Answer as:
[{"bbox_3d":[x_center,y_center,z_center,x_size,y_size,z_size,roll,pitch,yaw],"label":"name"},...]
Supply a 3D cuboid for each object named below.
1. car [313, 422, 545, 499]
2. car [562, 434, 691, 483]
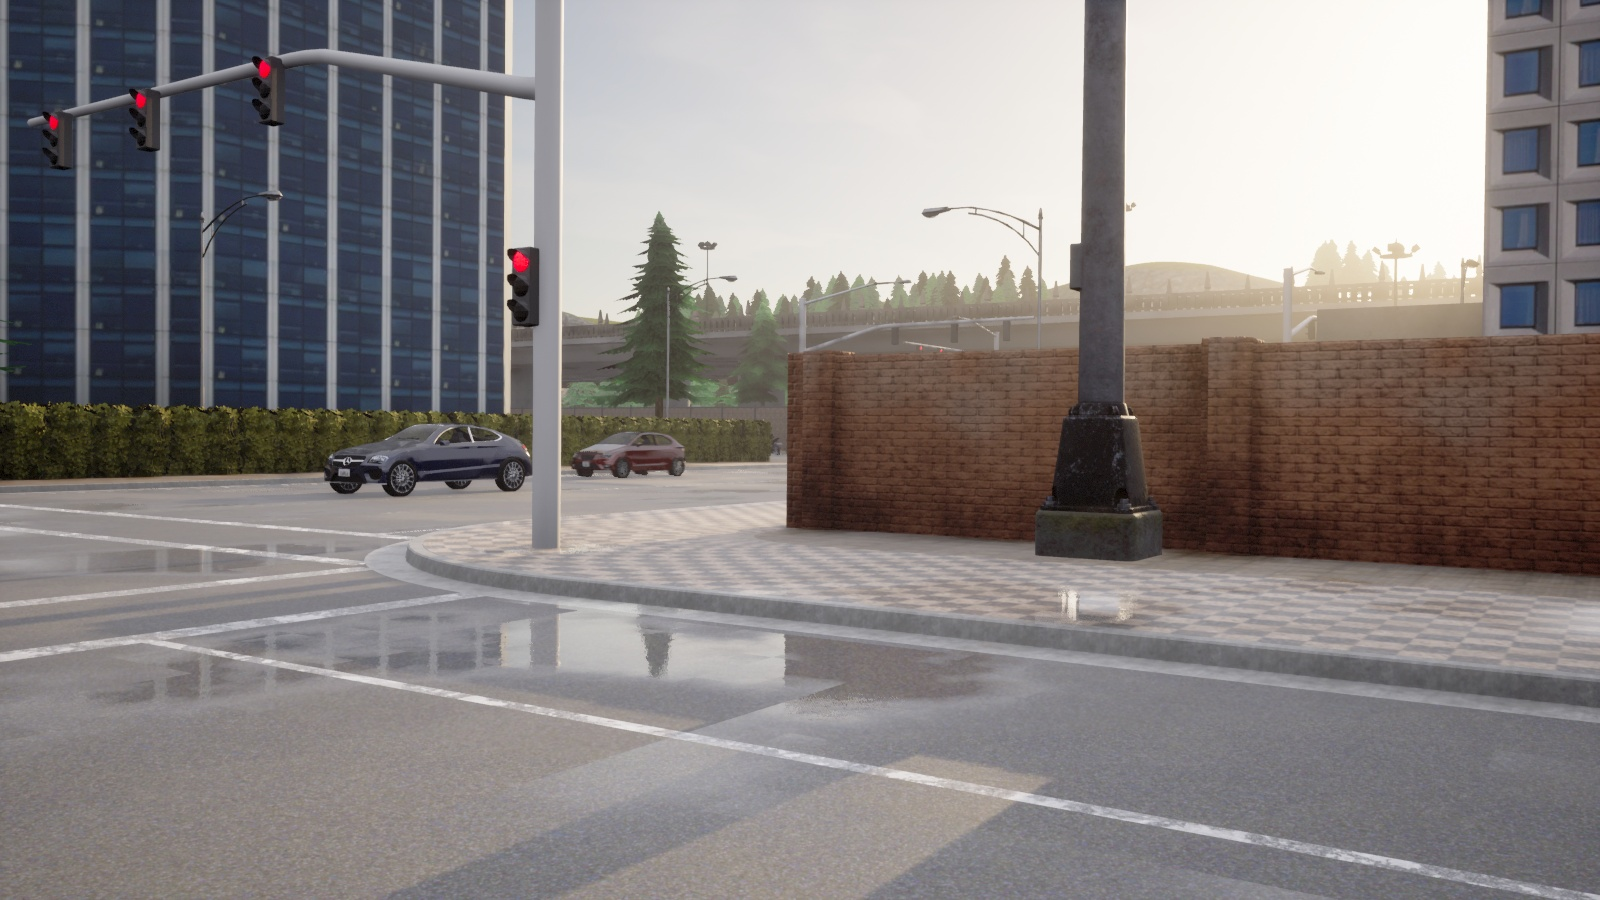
[{"bbox_3d":[-8.596,0.184,29.564,2.152,1.651,5.027,0,1,33],"label":"car"},{"bbox_3d":[-5.540,0.240,40.652,1.816,1.474,4.193,0,1,33],"label":"car"}]
